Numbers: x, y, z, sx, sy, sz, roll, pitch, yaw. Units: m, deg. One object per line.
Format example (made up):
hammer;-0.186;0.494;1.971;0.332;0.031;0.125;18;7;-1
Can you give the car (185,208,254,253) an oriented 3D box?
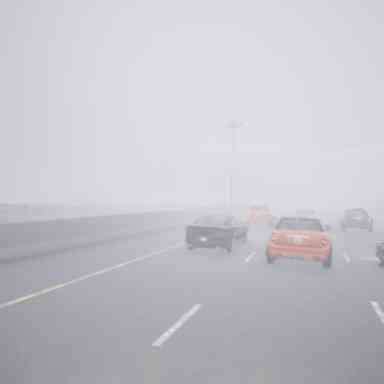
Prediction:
car;1.294;1.708;15.097;1.882;1.535;5.008;1;-1;20

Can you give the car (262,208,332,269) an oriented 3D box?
car;4.161;1.631;12.745;2.097;1.767;4.553;1;-1;20

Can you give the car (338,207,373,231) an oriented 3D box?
car;12.512;2.029;25.676;2.097;1.767;4.553;1;-1;20

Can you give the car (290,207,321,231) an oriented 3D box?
car;9.246;2.095;26.944;2.128;1.511;4.902;1;-1;20

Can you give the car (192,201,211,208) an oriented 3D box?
car;2.185;2.346;59.382;1.812;1.442;4.674;1;-1;20

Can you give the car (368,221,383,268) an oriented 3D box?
car;6.724;1.859;9.607;2.033;1.411;5.357;1;-1;20

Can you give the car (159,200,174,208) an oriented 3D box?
car;-4.412;2.143;61.679;1.882;1.535;5.008;1;-1;20

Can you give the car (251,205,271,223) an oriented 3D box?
car;5.924;1.876;28.037;2.097;1.767;4.553;1;-1;20

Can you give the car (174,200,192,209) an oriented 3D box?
car;-1.112;2.269;60.537;1.812;1.442;4.674;1;-1;20

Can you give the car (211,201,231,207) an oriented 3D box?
car;5.474;2.374;58.193;1.882;1.535;5.008;1;-1;20
